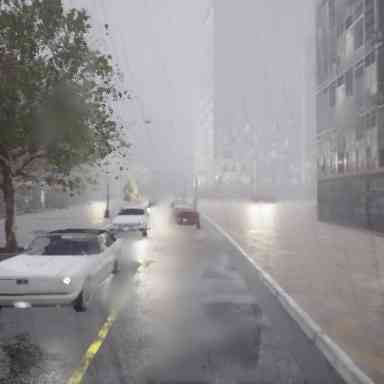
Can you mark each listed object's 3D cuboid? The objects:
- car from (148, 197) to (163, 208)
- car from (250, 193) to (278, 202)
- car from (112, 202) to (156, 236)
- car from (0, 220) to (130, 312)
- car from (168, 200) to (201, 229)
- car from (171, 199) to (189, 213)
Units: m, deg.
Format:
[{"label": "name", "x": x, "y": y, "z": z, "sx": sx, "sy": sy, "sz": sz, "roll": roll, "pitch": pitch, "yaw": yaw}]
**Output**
[{"label": "car", "x": -5.129, "y": 1.377, "z": 46.828, "sx": 1.882, "sy": 1.535, "sz": 5.008, "roll": 0, "pitch": 0, "yaw": -5}, {"label": "car", "x": 12.838, "y": 1.059, "z": 59.557, "sx": 5.009, "sy": 1.841, "sz": 2.192, "roll": 0, "pitch": -1, "yaw": 14}, {"label": "car", "x": -3.194, "y": 1.489, "z": 18.160, "sx": 1.812, "sy": 1.442, "sz": 4.674, "roll": 0, "pitch": 0, "yaw": -2}, {"label": "car", "x": -2.882, "y": 1.587, "z": 7.805, "sx": 1.895, "sy": 1.301, "sz": 4.718, "roll": 0, "pitch": 0, "yaw": -1}, {"label": "car", "x": -0.493, "y": 1.434, "z": 21.246, "sx": 1.882, "sy": 1.535, "sz": 5.008, "roll": 0, "pitch": 0, "yaw": -3}, {"label": "car", "x": -1.440, "y": 1.523, "z": 37.410, "sx": 1.895, "sy": 1.301, "sz": 4.718, "roll": 0, "pitch": 0, "yaw": -4}]
